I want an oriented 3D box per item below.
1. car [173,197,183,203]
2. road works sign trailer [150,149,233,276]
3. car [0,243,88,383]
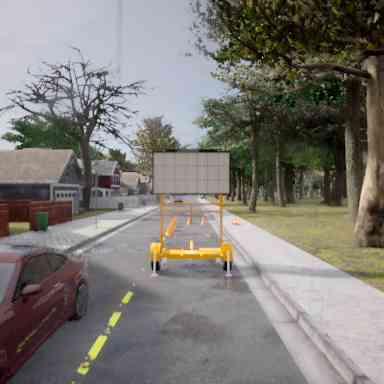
[{"bbox_3d":[-2.845,1.703,69.119,2.033,1.411,5.357,0,0,0],"label":"car"},{"bbox_3d":[-0.013,0.482,10.338,2.380,3.560,2.880,0,0,0],"label":"road works sign trailer"},{"bbox_3d":[-2.841,1.533,4.601,1.812,1.442,4.674,0,0,0],"label":"car"}]
